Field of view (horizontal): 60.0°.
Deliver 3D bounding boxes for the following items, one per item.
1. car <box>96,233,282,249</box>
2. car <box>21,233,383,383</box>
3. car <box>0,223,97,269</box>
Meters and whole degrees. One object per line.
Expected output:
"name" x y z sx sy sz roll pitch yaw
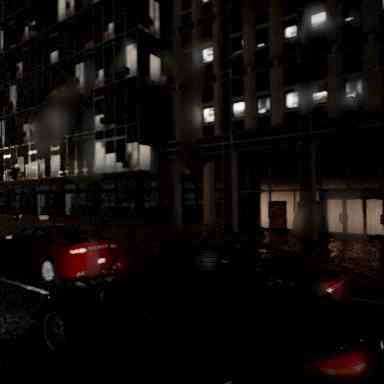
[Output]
"car" 0.477 1.554 6.240 4.507 1.381 1.887 0 -1 36
"car" -0.100 1.533 4.371 4.674 1.442 1.812 0 0 35
"car" -4.034 1.553 9.470 4.507 1.381 1.887 0 -1 36
